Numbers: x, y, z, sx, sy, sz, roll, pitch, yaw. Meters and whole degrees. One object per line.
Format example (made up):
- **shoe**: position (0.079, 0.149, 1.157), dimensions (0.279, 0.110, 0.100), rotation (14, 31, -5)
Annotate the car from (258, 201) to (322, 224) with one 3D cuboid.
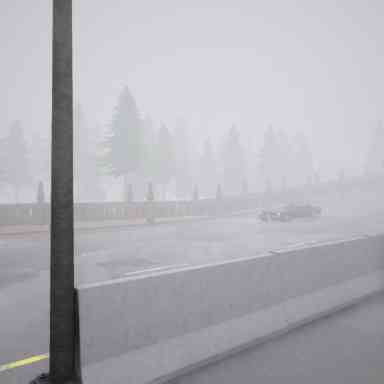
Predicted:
- **car**: position (6.617, 1.319, 22.319), dimensions (4.718, 1.301, 1.895), rotation (-3, 2, -37)
